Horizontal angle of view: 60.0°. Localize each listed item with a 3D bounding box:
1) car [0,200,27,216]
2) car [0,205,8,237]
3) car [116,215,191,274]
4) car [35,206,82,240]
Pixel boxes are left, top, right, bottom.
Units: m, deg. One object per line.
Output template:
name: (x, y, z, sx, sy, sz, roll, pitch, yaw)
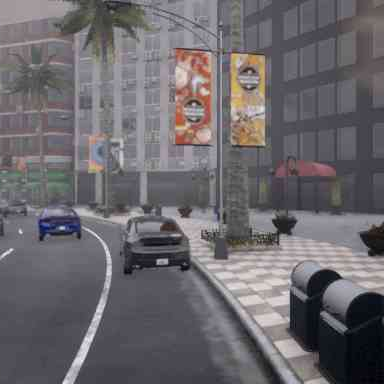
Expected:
car: (-16.885, 1.474, 30.663, 4.902, 1.511, 2.128, 0, 0, 43)
car: (-10.073, 1.554, 15.668, 1.994, 1.385, 4.181, 0, 0, -26)
car: (-1.341, 1.502, 10.678, 1.837, 1.490, 4.892, 0, 0, -14)
car: (-6.976, 1.470, 17.283, 1.882, 1.535, 5.008, 0, 0, -26)
